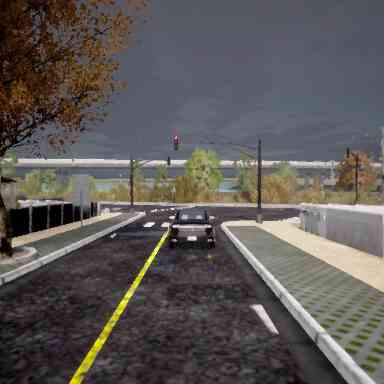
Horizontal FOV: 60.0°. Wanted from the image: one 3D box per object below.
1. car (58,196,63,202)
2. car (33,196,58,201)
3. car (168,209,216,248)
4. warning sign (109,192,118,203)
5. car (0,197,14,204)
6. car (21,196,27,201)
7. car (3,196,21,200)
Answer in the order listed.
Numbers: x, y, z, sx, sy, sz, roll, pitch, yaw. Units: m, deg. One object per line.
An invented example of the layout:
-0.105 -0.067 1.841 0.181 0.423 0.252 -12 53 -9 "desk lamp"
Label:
-27.829 1.579 66.587 4.902 1.511 2.128 -1 2 36 "car"
-28.060 1.674 62.740 4.902 1.511 2.128 -1 2 36 "car"
0.001 1.491 14.663 2.128 1.511 4.902 0 0 0 "car"
-14.247 0.995 60.260 1.060 1.860 1.300 2 1 36 "warning sign"
-40.872 1.735 72.047 5.357 1.411 2.033 -1 2 36 "car"
-38.964 1.585 74.674 4.892 1.490 1.837 -1 2 36 "car"
-35.700 1.811 64.276 5.008 1.535 1.882 -1 2 36 "car"
